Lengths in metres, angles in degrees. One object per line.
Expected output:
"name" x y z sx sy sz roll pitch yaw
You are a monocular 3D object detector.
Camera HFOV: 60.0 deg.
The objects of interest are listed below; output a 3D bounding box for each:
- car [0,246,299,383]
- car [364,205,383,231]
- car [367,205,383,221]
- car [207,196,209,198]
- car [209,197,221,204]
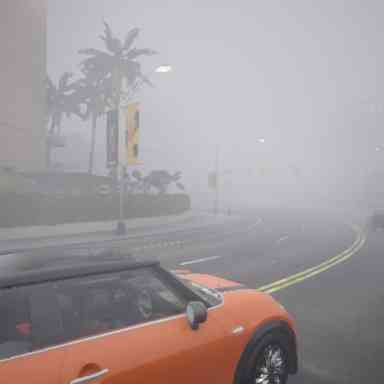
"car" -0.908 1.376 3.465 4.553 1.767 2.097 1 -1 -38
"car" 12.869 1.761 22.347 1.882 1.535 5.008 0 -1 21
"car" 18.777 1.973 32.149 1.994 1.385 4.181 0 -1 7
"car" 5.877 2.154 88.461 2.185 1.767 4.553 0 0 0
"car" 6.000 2.225 82.034 2.097 1.535 5.008 0 0 0
